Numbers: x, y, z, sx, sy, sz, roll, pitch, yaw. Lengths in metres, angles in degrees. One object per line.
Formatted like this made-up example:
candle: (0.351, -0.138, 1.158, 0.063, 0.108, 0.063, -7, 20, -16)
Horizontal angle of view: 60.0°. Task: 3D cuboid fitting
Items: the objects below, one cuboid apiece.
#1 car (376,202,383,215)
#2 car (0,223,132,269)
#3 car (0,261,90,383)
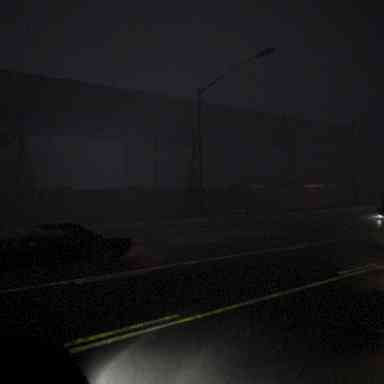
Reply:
car: (18.514, 1.332, 30.092, 4.181, 1.385, 1.994, -1, 1, -35)
car: (-4.255, 1.594, 9.555, 4.718, 1.301, 1.895, 0, 0, -35)
car: (-3.154, 1.553, 1.496, 5.357, 1.411, 2.033, 0, 0, -36)
